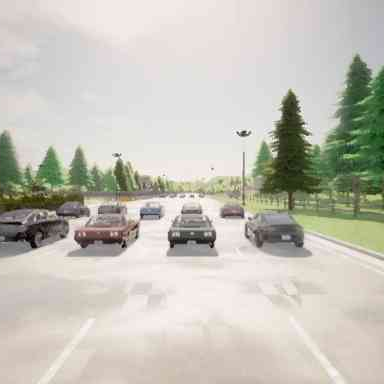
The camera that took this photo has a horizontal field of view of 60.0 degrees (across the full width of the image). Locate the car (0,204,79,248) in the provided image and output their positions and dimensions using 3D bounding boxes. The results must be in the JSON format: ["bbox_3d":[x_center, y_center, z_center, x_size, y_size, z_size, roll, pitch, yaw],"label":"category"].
[{"bbox_3d":[-7.000,1.492,14.650,2.128,1.511,4.902,0,0,0],"label":"car"}]

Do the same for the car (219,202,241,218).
[{"bbox_3d":[3.500,1.570,29.650,1.994,1.385,4.181,0,0,0],"label":"car"}]

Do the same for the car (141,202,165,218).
[{"bbox_3d":[-3.500,1.560,29.650,2.033,1.411,5.357,0,0,0],"label":"car"}]

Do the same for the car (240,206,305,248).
[{"bbox_3d":[3.500,1.530,14.650,1.812,1.442,4.674,0,0,0],"label":"car"}]

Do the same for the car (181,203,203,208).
[{"bbox_3d":[0.000,1.614,29.680,1.895,1.301,4.718,0,0,0],"label":"car"}]

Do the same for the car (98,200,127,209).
[{"bbox_3d":[-7.000,1.492,29.650,2.128,1.511,4.902,0,0,0],"label":"car"}]

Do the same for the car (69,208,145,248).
[{"bbox_3d":[-3.500,1.613,14.680,1.895,1.301,4.718,0,0,0],"label":"car"}]

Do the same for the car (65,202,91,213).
[{"bbox_3d":[-10.500,1.570,29.650,1.994,1.385,4.181,0,0,0],"label":"car"}]

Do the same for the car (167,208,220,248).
[{"bbox_3d":[0.000,1.613,14.680,1.895,1.301,4.718,0,0,0],"label":"car"}]
